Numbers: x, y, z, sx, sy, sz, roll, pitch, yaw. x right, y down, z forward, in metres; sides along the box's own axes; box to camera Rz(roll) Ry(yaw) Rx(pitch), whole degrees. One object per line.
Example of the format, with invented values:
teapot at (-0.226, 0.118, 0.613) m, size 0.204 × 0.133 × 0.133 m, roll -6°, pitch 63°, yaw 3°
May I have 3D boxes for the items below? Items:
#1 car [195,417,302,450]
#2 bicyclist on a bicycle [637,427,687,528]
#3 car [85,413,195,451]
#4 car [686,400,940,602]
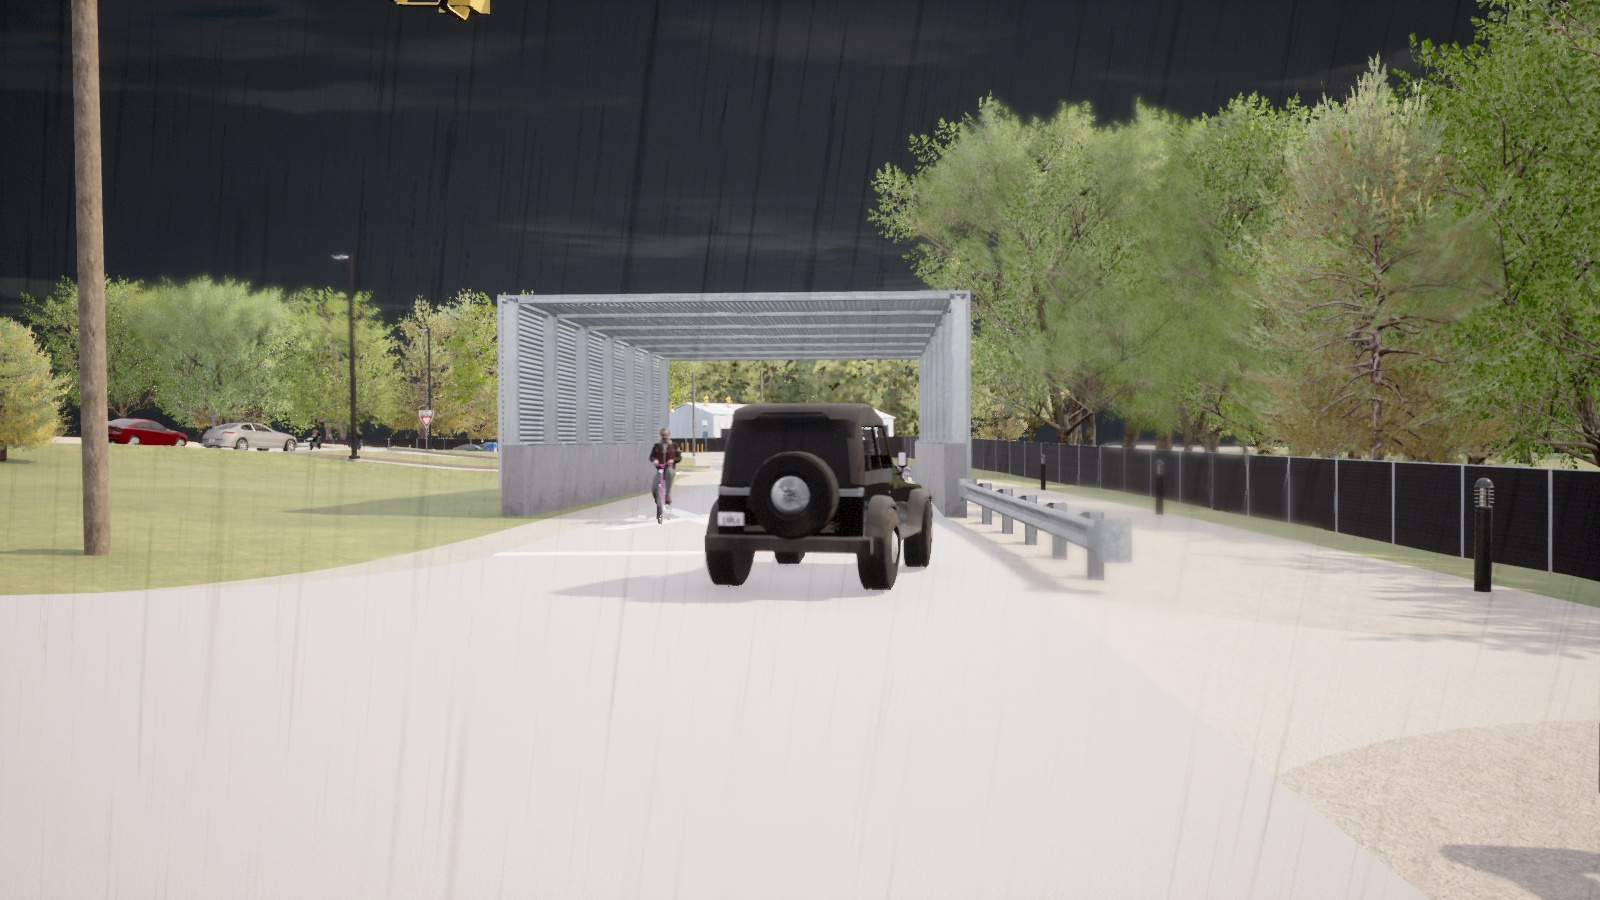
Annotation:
car at (-28.710, -0.818, 65.542) m, size 2.152 × 1.651 × 5.027 m, roll 0°, pitch 0°, yaw 22°
bicyclist on a bicycle at (-2.510, 0.472, 23.016) m, size 0.659 × 1.776 × 1.843 m, roll 0°, pitch 0°, yaw 1°
car at (-33.516, -0.884, 63.933) m, size 1.882 × 1.535 × 5.008 m, roll 7°, pitch 0°, yaw 16°
car at (0.309, 0.456, 13.775) m, size 1.905 × 1.878 × 3.866 m, roll 0°, pitch 0°, yaw 15°
